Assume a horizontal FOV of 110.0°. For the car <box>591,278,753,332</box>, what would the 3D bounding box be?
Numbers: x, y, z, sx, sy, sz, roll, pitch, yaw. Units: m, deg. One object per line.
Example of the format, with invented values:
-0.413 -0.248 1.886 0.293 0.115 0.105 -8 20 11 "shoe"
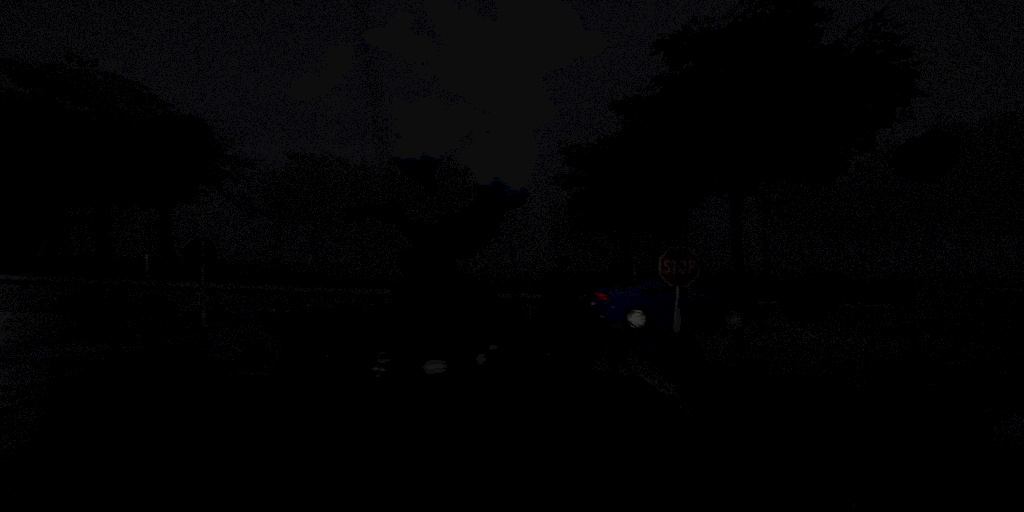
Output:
5.180 1.517 11.829 5.008 1.535 1.882 2 0 -2 "car"
